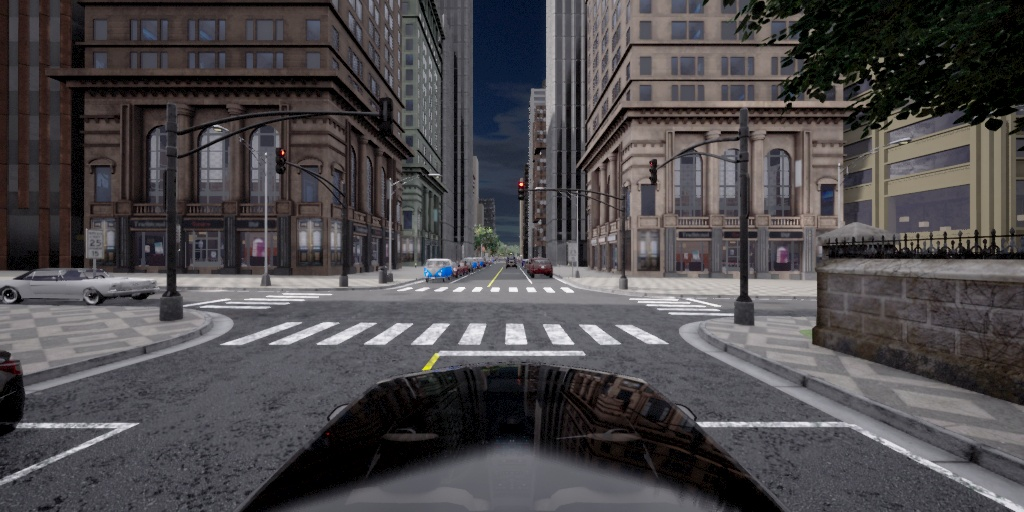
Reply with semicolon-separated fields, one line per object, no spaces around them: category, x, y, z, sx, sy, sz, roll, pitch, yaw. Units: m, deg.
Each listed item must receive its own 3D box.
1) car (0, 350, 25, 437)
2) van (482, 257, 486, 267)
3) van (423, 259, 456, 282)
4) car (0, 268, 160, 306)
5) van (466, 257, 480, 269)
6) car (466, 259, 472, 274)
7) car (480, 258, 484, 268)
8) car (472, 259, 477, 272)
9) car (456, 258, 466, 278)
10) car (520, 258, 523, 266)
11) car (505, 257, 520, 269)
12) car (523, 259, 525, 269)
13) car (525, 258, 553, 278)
car;-5.762;1.316;1.786;1.948;1.339;4.313;0;0;0
van;-5.876;1.151;61.090;1.690;1.789;3.998;0;0;0
van;-5.814;1.105;28.443;1.690;1.789;3.998;0;0;0
car;-16.564;1.120;13.688;4.718;1.301;1.895;1;0;0
van;-5.855;1.134;50.207;1.690;1.789;3.998;0;0;0
car;-5.834;1.322;39.324;1.888;1.381;4.507;0;0;0
car;-5.866;1.347;55.649;1.888;1.381;4.507;0;0;0
car;-5.845;1.351;44.766;1.948;1.339;4.313;0;0;0
car;-5.824;1.210;33.884;1.967;1.591;4.097;0;0;0
car;2.660;1.352;55.672;2.007;1.370;4.403;0;0;0
car;-0.058;1.312;59.099;1.837;1.490;4.892;0;0;1
car;2.691;1.092;39.350;2.192;1.841;5.009;0;0;0
car;2.701;1.085;33.909;2.192;1.841;5.009;0;0;0
